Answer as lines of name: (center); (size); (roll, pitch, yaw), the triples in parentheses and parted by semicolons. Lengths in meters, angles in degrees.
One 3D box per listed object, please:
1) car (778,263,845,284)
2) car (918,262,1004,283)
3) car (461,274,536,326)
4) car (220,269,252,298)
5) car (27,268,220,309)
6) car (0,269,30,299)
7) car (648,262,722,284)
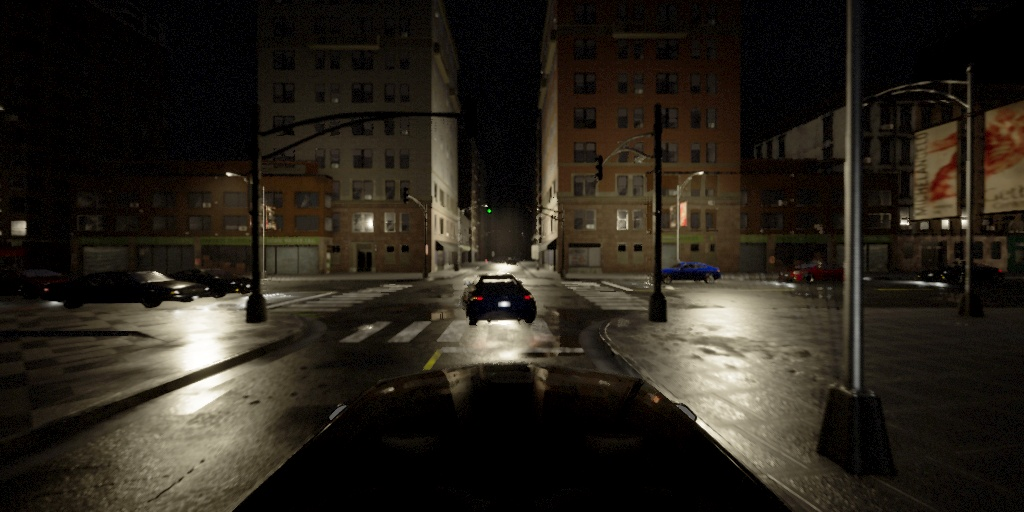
car: (20.872, 1.142, 24.681); (4.181, 1.385, 1.994); (0, 0, 0)
car: (30.850, 1.109, 24.736); (4.181, 1.385, 1.994); (0, 0, 0)
car: (-0.560, 1.273, 11.715); (1.994, 1.385, 4.181); (0, 0, -10)
car: (-15.065, 1.306, 17.778); (4.181, 1.385, 1.994); (0, 0, 0)
car: (-15.475, 1.303, 14.527); (5.357, 1.411, 2.033); (0, 0, 0)
car: (-23.846, 1.340, 17.726); (4.181, 1.385, 1.994); (0, 0, -1)
car: (11.832, 1.135, 24.634); (4.674, 1.442, 1.812); (0, 0, 0)
